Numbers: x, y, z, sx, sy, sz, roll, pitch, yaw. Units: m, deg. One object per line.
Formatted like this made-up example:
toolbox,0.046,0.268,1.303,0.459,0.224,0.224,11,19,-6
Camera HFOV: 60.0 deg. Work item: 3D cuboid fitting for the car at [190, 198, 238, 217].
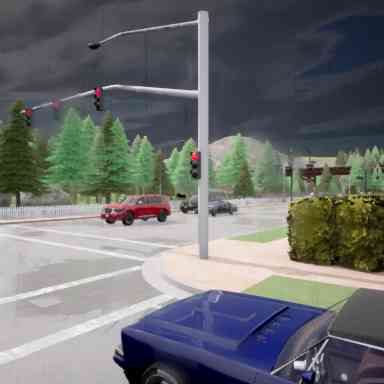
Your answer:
car,2.457,1.547,32.232,2.033,1.411,5.357,0,0,38

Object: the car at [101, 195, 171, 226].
car,-3.911,1.221,24.203,2.150,2.045,5.566,0,0,38

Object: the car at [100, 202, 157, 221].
car,-5.258,1.601,28.138,1.895,1.301,4.718,0,0,38

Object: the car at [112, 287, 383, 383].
car,1.502,1.601,2.894,4.718,1.301,1.895,0,0,36

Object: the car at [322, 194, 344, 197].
car,16.507,1.222,38.393,2.150,2.045,5.566,0,0,38

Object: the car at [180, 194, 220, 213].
car,1.079,1.221,36.119,2.150,2.045,5.566,0,0,39
